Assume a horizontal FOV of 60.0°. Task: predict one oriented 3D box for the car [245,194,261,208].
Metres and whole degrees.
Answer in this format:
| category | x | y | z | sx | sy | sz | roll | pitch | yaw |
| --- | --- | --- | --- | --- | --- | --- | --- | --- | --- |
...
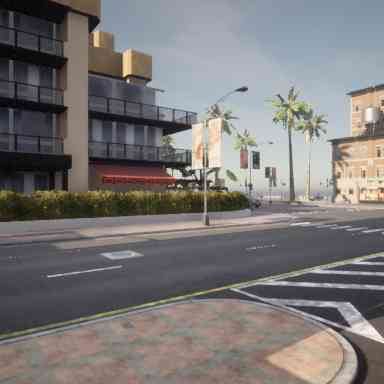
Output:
| category | x | y | z | sx | sy | sz | roll | pitch | yaw |
| --- | --- | --- | --- | --- | --- | --- | --- | --- | --- |
| car | 7.433 | 1.221 | 48.093 | 2.150 | 2.045 | 5.566 | 0 | 0 | -35 |
